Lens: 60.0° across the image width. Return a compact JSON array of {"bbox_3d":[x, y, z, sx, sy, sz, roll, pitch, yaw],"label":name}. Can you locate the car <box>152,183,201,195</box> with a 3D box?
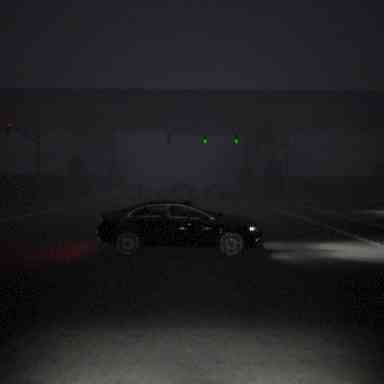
[{"bbox_3d":[-1.828,-0.286,40.012,4.974,1.542,2.038,-2,3,-35],"label":"car"}]

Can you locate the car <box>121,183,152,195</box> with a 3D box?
[{"bbox_3d":[-6.435,-0.290,40.104,4.974,1.542,2.038,2,3,45],"label":"car"}]

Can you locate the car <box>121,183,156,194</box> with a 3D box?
[{"bbox_3d":[-6.472,-0.449,40.134,4.536,1.218,1.853,2,3,45],"label":"car"}]

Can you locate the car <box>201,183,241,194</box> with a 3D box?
[{"bbox_3d":[3.510,-0.471,40.699,4.536,1.218,1.853,1,3,30],"label":"car"}]

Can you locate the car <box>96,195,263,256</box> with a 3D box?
[{"bbox_3d":[-0.372,0.993,10.055,4.902,1.511,2.128,0,2,1],"label":"car"}]

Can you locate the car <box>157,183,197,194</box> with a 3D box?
[{"bbox_3d":[-1.786,-0.445,40.035,4.536,1.218,1.853,-2,3,-35],"label":"car"}]

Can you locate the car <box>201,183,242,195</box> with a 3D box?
[{"bbox_3d":[3.555,-0.313,40.680,4.974,1.542,2.038,1,3,30],"label":"car"}]
